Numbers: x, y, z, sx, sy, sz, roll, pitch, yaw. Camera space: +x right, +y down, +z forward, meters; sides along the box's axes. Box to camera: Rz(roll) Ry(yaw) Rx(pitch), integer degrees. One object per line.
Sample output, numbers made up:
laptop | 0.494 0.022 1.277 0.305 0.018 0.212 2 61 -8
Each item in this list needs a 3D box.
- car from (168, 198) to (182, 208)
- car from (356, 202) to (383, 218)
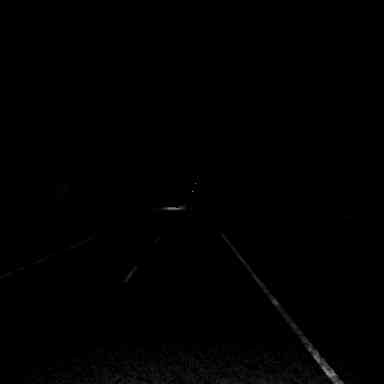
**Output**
car | -3.514 2.333 63.735 1.994 1.385 4.181 0 -1 1
car | 18.435 1.690 32.278 4.674 1.442 1.812 -1 0 1
